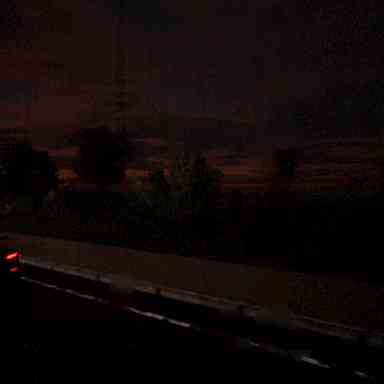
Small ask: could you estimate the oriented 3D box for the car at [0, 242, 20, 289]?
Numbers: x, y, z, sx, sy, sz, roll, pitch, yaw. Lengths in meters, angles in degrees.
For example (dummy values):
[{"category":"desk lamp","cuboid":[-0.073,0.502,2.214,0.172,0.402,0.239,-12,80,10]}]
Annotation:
[{"category":"car","cuboid":[-5.875,1.540,7.876,4.674,1.442,1.812,0,0,35]}]
